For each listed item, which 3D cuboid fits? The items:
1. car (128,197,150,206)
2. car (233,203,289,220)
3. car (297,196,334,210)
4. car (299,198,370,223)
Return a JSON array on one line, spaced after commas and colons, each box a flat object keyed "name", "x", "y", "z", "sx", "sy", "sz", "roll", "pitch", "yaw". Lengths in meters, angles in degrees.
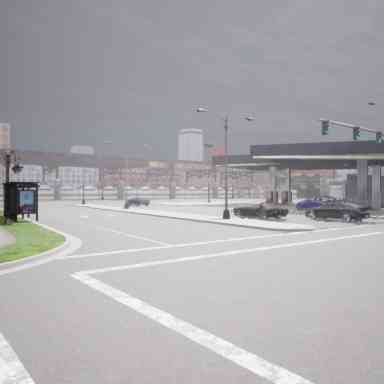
[{"name": "car", "x": -8.748, "y": 1.547, "z": 54.588, "sx": 2.033, "sy": 1.411, "sz": 5.357, "roll": 0, "pitch": 0, "yaw": -35}, {"name": "car", "x": 5.625, "y": 1.601, "z": 27.889, "sx": 1.895, "sy": 1.301, "sz": 4.718, "roll": 0, "pitch": 0, "yaw": -35}, {"name": "car", "x": 14.323, "y": 1.295, "z": 38.331, "sx": 2.242, "sy": 1.667, "sz": 4.611, "roll": 0, "pitch": 0, "yaw": -35}, {"name": "car", "x": 11.226, "y": 1.505, "z": 25.981, "sx": 1.837, "sy": 1.490, "sz": 4.892, "roll": 0, "pitch": 0, "yaw": -35}]
